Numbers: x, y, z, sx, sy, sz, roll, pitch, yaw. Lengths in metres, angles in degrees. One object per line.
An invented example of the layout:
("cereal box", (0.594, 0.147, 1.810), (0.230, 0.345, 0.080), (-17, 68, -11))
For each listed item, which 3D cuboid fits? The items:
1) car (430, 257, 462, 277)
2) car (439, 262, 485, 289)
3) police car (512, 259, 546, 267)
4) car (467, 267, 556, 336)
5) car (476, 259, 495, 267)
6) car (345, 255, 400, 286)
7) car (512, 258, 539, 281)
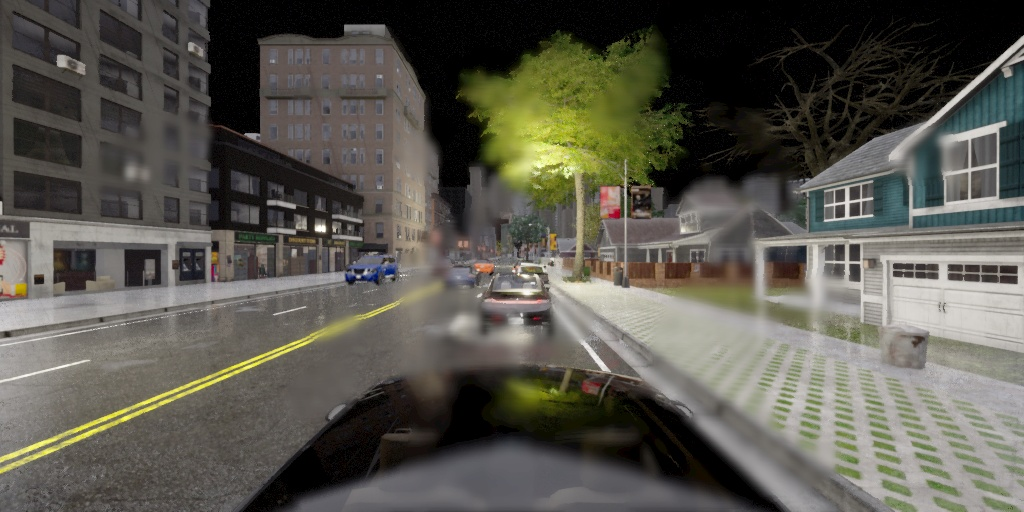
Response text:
("car", (-6.463, 1.078, 34.668), (2.097, 1.767, 4.553), (0, 0, 0))
("car", (-3.064, 1.300, 22.968), (1.994, 1.385, 4.181), (0, 0, 1))
("police car", (1.053, 1.165, 20.597), (1.930, 1.638, 5.238), (0, 0, 0))
("car", (0.134, 1.239, 10.348), (2.128, 1.511, 4.902), (0, 0, 0))
("car", (-2.995, 1.075, 38.488), (2.097, 1.767, 4.553), (0, 0, 0))
("car", (-9.752, 0.957, 25.557), (2.150, 2.045, 5.566), (0, 0, 0))
("car", (1.094, 1.081, 30.457), (2.097, 1.767, 4.553), (0, 0, 0))
